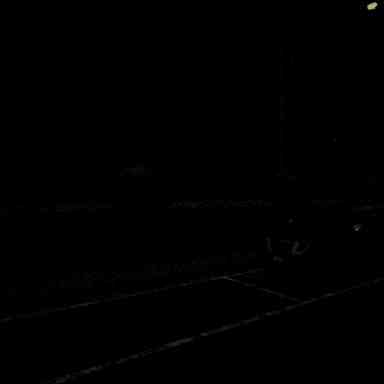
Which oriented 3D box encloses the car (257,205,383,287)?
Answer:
[{"bbox_3d":[4.125,1.312,9.479,5.009,1.841,2.192,0,0,-36],"label":"car"}]
